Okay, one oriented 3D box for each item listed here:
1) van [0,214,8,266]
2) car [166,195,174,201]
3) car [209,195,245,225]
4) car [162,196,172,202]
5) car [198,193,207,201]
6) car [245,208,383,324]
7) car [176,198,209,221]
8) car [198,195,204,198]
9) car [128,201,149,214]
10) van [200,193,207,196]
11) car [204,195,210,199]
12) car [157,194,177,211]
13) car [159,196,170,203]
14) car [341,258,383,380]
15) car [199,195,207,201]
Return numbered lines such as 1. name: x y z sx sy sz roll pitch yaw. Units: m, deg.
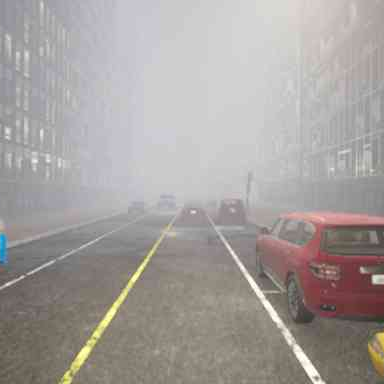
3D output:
1. van: -5.690 1.349 7.103 1.690 1.788 3.998 0 0 0
2. car: -5.684 1.479 86.696 1.752 1.417 4.829 0 0 0
3. car: 2.692 1.333 24.192 2.192 1.841 5.009 0 0 0
4. car: -5.685 1.541 75.471 1.947 1.339 4.313 0 0 0
5. car: 2.697 1.267 86.864 2.192 1.841 5.009 0 0 0
6. car: 2.690 1.322 7.101 2.192 1.841 5.009 0 0 0
7. car: 0.101 1.522 26.820 2.163 1.488 4.792 0 0 0
8. car: 0.102 1.518 42.891 2.163 1.488 4.792 0 0 0
9. car: -5.688 1.584 35.590 1.947 1.339 4.313 0 0 0
10. van: 2.695 1.340 58.377 1.690 1.788 3.998 0 0 0
11. car: 2.694 1.556 46.984 1.887 1.381 4.507 0 0 0
12. car: -3.093 1.237 41.992 2.150 2.045 5.566 0 0 0
13. car: -5.685 1.535 69.775 2.008 1.369 4.403 0 0 0
14. car: 2.690 1.527 1.573 1.752 1.417 4.829 0 0 0
15. car: 2.696 1.530 81.168 1.947 1.339 4.313 0 0 0
